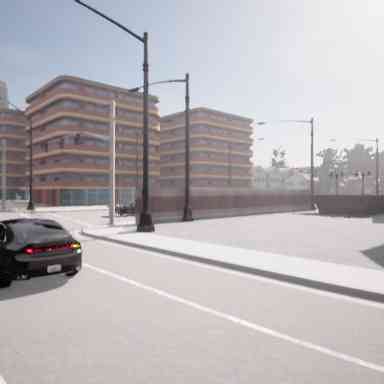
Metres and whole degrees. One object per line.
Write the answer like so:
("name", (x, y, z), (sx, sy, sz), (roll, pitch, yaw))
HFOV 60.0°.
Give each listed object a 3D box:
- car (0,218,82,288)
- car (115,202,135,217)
("car", (-4.773, 1.487, 9.341), (1.837, 1.490, 4.892), (0, 0, -43))
("car", (-5.103, 1.557, 31.266), (4.718, 1.301, 1.895), (0, 0, -42))
